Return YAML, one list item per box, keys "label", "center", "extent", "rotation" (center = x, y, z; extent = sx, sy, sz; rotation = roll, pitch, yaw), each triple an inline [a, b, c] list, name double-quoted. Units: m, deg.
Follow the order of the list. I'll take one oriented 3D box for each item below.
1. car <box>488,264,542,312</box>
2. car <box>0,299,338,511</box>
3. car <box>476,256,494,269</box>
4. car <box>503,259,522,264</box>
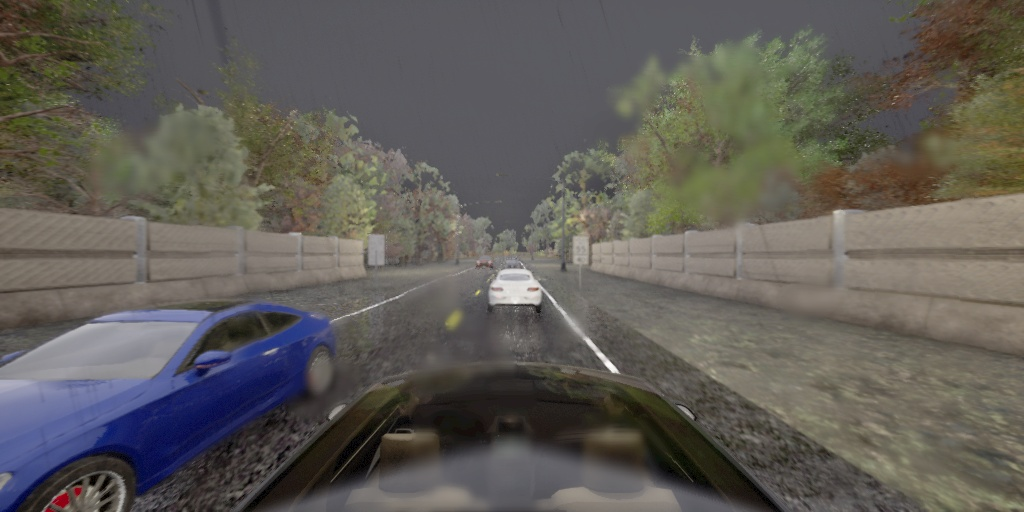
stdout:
- label: "car"
  center: [0.105, 1.188, 13.647]
  extent: [1.812, 1.442, 4.674]
  rotation: [0, 0, 0]
- label: "car"
  center: [-3.600, 1.258, 3.795]
  extent: [1.812, 1.442, 4.674]
  rotation: [0, 0, 0]
- label: "car"
  center: [-3.562, 0.724, 47.926]
  extent: [2.097, 1.767, 4.553]
  rotation: [0, 0, 0]
- label: "car"
  center: [0.055, 1.018, 37.227]
  extent: [2.033, 1.411, 5.357]
  rotation: [0, 1, 0]
